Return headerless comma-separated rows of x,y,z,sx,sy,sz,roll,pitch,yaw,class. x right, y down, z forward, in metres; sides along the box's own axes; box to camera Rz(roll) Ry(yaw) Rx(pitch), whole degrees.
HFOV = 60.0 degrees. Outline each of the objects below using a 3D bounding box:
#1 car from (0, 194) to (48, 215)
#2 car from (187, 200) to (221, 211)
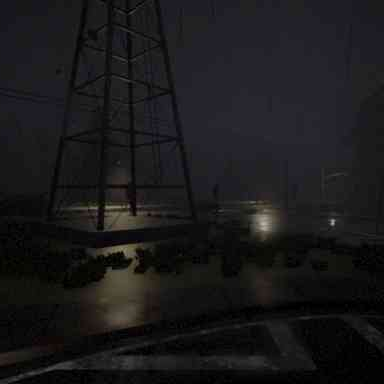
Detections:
-14.826,1.223,27.431,5.566,2.045,2.150,1,0,-44,car
1.402,1.563,38.173,4.181,1.385,1.994,0,0,-45,car
